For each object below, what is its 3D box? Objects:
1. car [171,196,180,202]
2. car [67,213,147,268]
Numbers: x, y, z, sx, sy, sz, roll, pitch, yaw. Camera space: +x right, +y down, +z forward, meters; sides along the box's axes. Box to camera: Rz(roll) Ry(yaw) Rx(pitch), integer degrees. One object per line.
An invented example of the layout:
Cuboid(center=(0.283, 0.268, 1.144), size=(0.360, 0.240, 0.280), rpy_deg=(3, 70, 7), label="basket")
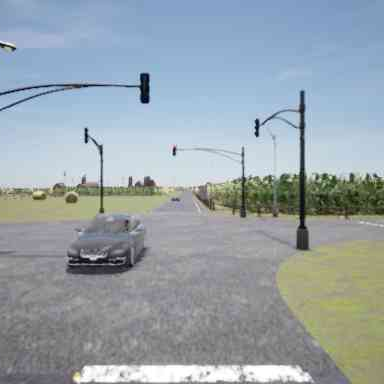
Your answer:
Cuboid(center=(-3.541, 1.409, 71.527), size=(1.895, 1.301, 4.718), rpy_deg=(0, 0, -1), label="car")
Cuboid(center=(-2.662, 1.527, 11.330), size=(1.837, 1.490, 4.892), rpy_deg=(0, 0, 0), label="car")
